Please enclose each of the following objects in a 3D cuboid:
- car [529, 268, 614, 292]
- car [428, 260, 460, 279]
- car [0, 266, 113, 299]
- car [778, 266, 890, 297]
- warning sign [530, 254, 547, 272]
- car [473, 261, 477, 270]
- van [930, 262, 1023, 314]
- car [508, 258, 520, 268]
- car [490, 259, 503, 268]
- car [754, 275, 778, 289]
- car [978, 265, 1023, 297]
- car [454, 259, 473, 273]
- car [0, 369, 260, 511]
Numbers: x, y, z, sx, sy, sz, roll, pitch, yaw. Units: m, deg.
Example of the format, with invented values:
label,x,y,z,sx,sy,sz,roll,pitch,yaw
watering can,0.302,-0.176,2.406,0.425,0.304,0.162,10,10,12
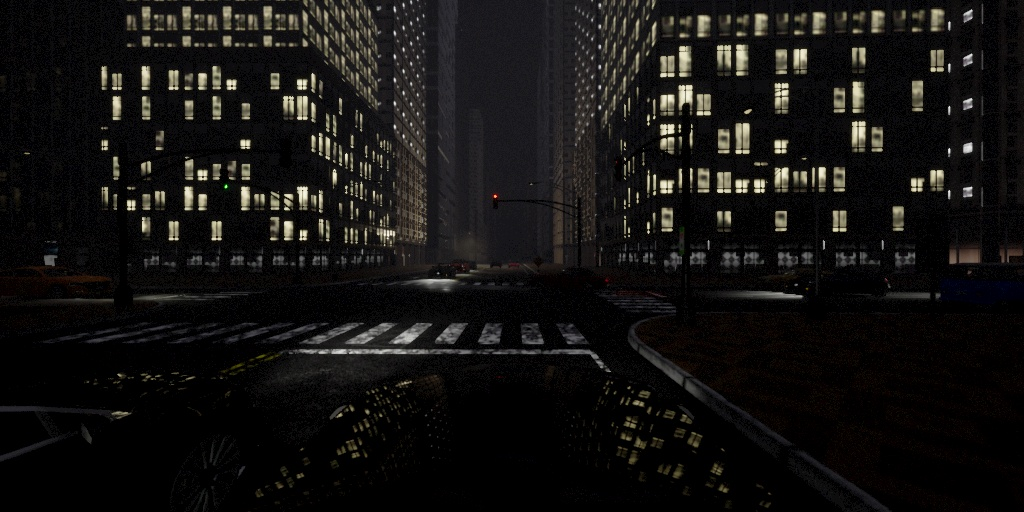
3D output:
label,x,y,z,sx,sy,sz,roll,pitch,yaw
car,3.401,1.362,21.000,4.718,1.301,1.895,0,0,29
car,-6.446,1.345,33.388,1.994,1.385,4.181,0,0,0
car,-22.310,1.237,17.221,5.008,1.535,1.882,0,0,0
car,16.897,1.336,18.732,4.181,1.385,1.994,0,0,2
warning sign,3.042,0.912,41.376,1.300,1.860,1.060,0,0,0
car,-6.342,1.378,53.881,2.033,1.411,5.357,0,0,0
van,18.412,1.120,13.141,3.998,1.789,1.690,0,0,2
car,0.306,1.467,64.434,1.895,1.301,4.718,0,0,0
car,-2.847,1.369,63.817,1.837,1.490,4.892,0,0,0
car,17.181,1.294,21.319,4.829,1.417,1.751,0,0,2
car,27.670,1.269,18.288,4.902,1.511,2.128,0,0,2
car,-6.397,1.154,43.385,2.097,1.767,4.553,0,0,0
car,-3.155,1.241,1.188,2.128,1.511,4.902,0,0,0
